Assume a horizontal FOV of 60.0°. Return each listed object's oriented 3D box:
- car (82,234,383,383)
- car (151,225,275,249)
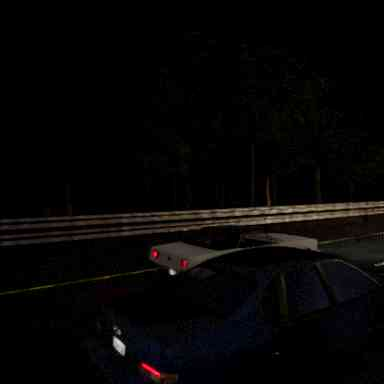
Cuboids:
[{"bbox_3d":[1.333,1.526,4.689,5.357,1.411,2.033,0,0,-35],"label":"car"},{"bbox_3d":[1.348,1.564,8.991,4.718,1.301,1.895,0,0,-35],"label":"car"}]
